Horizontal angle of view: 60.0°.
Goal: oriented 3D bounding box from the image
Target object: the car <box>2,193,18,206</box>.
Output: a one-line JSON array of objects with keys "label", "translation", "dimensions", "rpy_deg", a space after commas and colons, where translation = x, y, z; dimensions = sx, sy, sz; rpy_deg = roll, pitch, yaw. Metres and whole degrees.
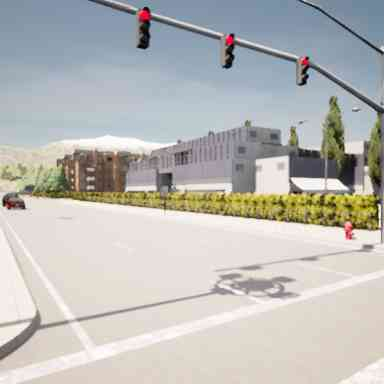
[{"label": "car", "translation": [-28.016, 1.204, 51.649], "dimensions": [2.150, 2.045, 5.566], "rpy_deg": [0, 0, -31]}]

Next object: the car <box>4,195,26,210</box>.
[{"label": "car", "translation": [-22.674, 1.463, 42.866], "dimensions": [1.882, 1.535, 5.008], "rpy_deg": [0, 0, -31]}]
